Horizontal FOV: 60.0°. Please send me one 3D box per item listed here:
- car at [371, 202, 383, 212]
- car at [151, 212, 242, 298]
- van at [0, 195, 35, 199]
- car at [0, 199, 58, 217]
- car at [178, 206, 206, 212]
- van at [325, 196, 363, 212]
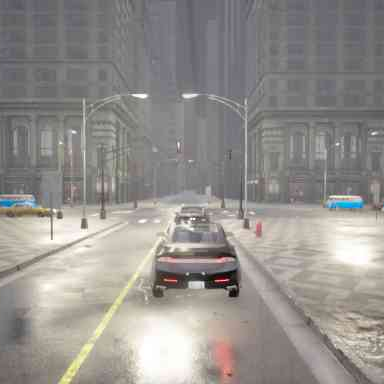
[{"bbox_3d":[23.222,1.575,38.688,4.507,1.381,1.887,0,1,0],"label":"car"},{"bbox_3d":[0.085,1.491,8.520,2.128,1.511,4.902,0,0,0],"label":"car"},{"bbox_3d":[-20.287,1.227,38.443,3.998,1.788,1.690,0,1,0],"label":"van"},{"bbox_3d":[-14.675,1.568,29.945,4.829,1.417,1.752,0,1,0],"label":"car"},{"bbox_3d":[0.050,1.508,17.996,1.837,1.490,4.892,0,0,3],"label":"car"},{"bbox_3d":[17.697,1.351,38.657,3.998,1.788,1.690,0,1,0],"label":"van"}]
